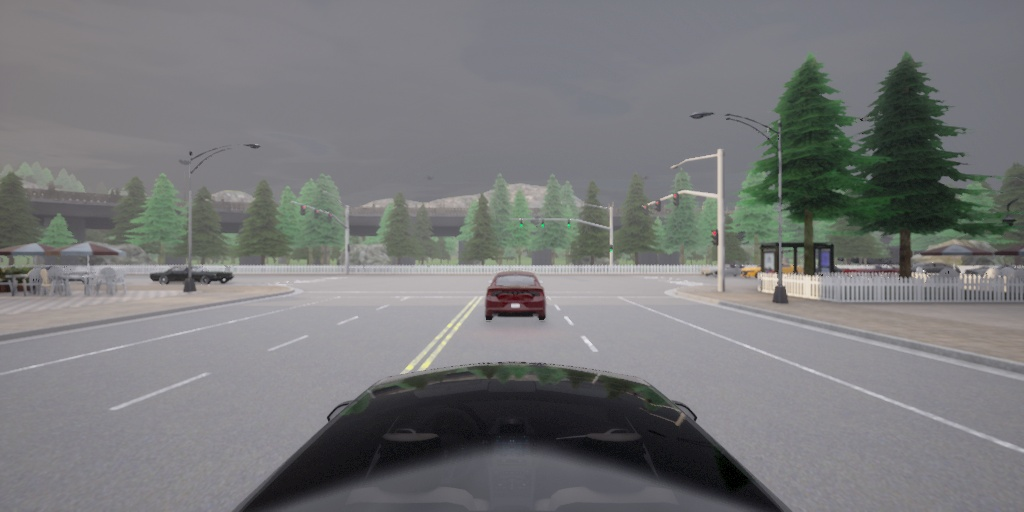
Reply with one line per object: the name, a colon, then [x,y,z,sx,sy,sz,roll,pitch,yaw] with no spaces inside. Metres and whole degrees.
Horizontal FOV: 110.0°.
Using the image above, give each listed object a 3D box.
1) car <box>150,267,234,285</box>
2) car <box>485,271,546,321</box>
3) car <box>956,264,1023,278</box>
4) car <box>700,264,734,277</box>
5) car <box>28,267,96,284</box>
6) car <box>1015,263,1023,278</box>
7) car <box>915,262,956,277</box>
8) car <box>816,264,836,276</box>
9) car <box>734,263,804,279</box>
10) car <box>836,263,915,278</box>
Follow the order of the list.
car: [-23.064,1.416,25.995,4.718,1.301,1.895,0,0,0]
car: [0.129,1.284,12.753,1.882,1.535,5.008,0,0,1]
car: [42.952,1.419,31.612,4.181,1.385,1.994,0,0,14]
car: [21.822,1.477,36.447,4.718,1.301,1.895,0,0,0]
car: [-33.304,1.414,25.983,4.718,1.301,1.895,0,0,-1]
car: [50.929,1.410,32.891,5.357,1.411,2.033,0,0,22]
car: [40.911,1.379,35.529,4.892,1.490,1.837,0,0,9]
car: [30.991,1.478,36.314,4.718,1.301,1.895,0,0,2]
car: [23.764,1.336,32.919,5.008,1.535,1.882,0,0,1]
car: [33.067,1.460,32.742,4.718,1.301,1.895,0,0,2]
